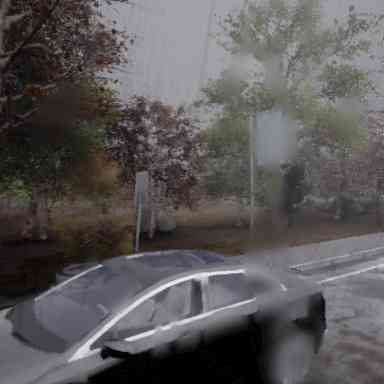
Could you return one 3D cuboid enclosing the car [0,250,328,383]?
[{"bbox_3d":[-0.501,1.492,3.659,4.902,1.511,2.128,0,0,-36],"label":"car"}]
